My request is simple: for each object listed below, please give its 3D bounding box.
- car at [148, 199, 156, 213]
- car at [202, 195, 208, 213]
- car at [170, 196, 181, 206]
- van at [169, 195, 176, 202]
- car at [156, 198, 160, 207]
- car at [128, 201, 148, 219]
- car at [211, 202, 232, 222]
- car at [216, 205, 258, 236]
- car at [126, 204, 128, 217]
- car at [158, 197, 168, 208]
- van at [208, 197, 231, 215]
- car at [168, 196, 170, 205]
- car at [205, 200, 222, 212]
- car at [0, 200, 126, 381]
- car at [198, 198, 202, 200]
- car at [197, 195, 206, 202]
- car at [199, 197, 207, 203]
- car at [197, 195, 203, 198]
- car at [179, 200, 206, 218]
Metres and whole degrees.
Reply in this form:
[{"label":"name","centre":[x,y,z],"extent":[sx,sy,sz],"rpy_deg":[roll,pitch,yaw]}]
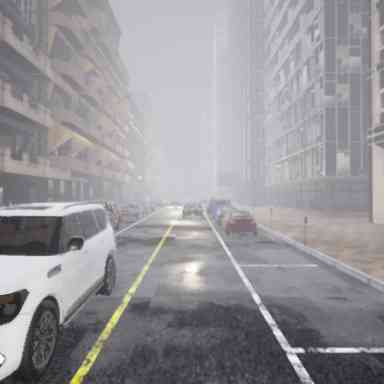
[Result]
[{"label":"car","centre":[-5.318,1.658,35.124],"extent":[2.008,1.369,4.403],"rpy_deg":[1,0,0]},{"label":"car","centre":[2.564,1.423,35.137],"extent":[2.192,1.841,5.009],"rpy_deg":[1,0,0]},{"label":"car","centre":[-2.807,1.800,58.341],"extent":[1.895,1.301,4.718],"rpy_deg":[0,0,1]},{"label":"van","centre":[-5.334,1.700,90.485],"extent":[1.690,1.788,3.998],"rpy_deg":[0,0,0]},{"label":"car","centre":[-5.320,1.710,40.661],"extent":[1.802,1.307,4.206],"rpy_deg":[1,0,0]},{"label":"car","centre":[-5.317,1.670,29.588],"extent":[1.802,1.307,4.206],"rpy_deg":[1,0,0]},{"label":"car","centre":[2.565,1.651,24.067],"extent":[1.802,1.307,4.206],"rpy_deg":[1,0,0]},{"label":"car","centre":[2.567,1.633,18.531],"extent":[1.802,1.307,4.206],"rpy_deg":[1,0,0]},{"label":"car","centre":[-5.311,1.366,18.518],"extent":[2.192,1.841,5.009],"rpy_deg":[1,0,0]},{"label":"car","centre":[-5.323,1.716,51.733],"extent":[1.887,1.381,4.507],"rpy_deg":[1,0,0]},{"label":"van","centre":[2.566,1.429,29.601],"extent":[1.690,1.788,3.998],"rpy_deg":[1,0,0]},{"label":"car","centre":[-5.324,1.634,57.268],"extent":[1.967,1.590,4.097],"rpy_deg":[1,0,0]},{"label":"car","centre":[2.560,1.710,40.673],"extent":[1.802,1.307,4.206],"rpy_deg":[0,0,0]},{"label":"car","centre":[-2.851,1.236,5.832],"extent":[2.150,2.045,5.566],"rpy_deg":[0,0,0]},{"label":"car","centre":[0.036,1.734,42.009],"extent":[1.895,1.301,4.718],"rpy_deg":[0,0,0]},{"label":"car","centre":[2.547,1.674,90.495],"extent":[2.192,1.841,5.009],"rpy_deg":[0,0,0]},{"label":"car","centre":[2.548,1.826,79.592],"extent":[1.752,1.417,4.829],"rpy_deg":[0,0,0]},{"label":"car","centre":[2.550,1.837,73.886],"extent":[1.947,1.339,4.313],"rpy_deg":[0,0,0]},{"label":"car","centre":[0.079,1.694,30.920],"extent":[1.895,1.301,4.718],"rpy_deg":[0,0,0]}]
